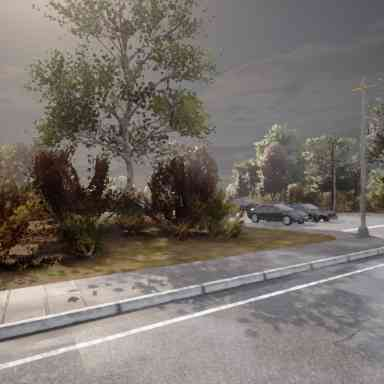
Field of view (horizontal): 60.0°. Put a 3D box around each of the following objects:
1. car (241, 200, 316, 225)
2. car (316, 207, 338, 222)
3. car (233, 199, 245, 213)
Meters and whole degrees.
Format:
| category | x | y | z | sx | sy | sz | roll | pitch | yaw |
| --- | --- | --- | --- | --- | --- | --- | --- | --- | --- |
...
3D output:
| category | x | y | z | sx | sy | sz | roll | pitch | yaw |
| --- | --- | --- | --- | --- | --- | --- | --- | --- | --- |
| car | 6.343 | 1.596 | 24.846 | 1.837 | 1.490 | 4.892 | 0 | -1 | -39 |
| car | 9.000 | 1.640 | 27.173 | 2.033 | 1.411 | 5.357 | 0 | -1 | -39 |
| car | 2.369 | 1.468 | 34.912 | 2.150 | 2.045 | 5.566 | 0 | -1 | -43 |
